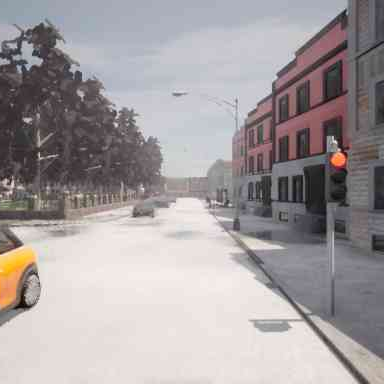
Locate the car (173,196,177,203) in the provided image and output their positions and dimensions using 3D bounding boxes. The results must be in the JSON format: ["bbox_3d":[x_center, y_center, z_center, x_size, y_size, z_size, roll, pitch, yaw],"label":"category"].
[{"bbox_3d":[-4.014,1.547,66.889,2.033,1.411,5.357,0,0,0],"label":"car"}]

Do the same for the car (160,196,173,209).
[{"bbox_3d":[-4.105,1.477,45.658,1.882,1.535,5.008,0,0,0],"label":"car"}]

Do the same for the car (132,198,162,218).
[{"bbox_3d":[-4.127,1.504,29.795,1.837,1.490,4.892,0,0,0],"label":"car"}]

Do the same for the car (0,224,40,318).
[{"bbox_3d":[-4.101,1.352,4.788,2.097,1.767,4.553,0,0,0],"label":"car"}]
